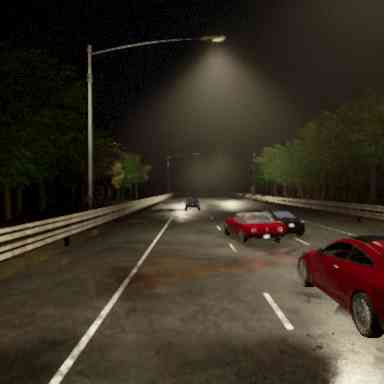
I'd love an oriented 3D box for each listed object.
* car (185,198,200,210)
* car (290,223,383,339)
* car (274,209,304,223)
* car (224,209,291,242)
[{"bbox_3d":[0.061,1.434,41.769,2.033,1.411,5.357,0,1,0],"label":"car"},{"bbox_3d":[3.594,1.587,6.573,1.812,1.442,4.674,0,-1,0],"label":"car"},{"bbox_3d":[4.577,1.657,19.030,1.994,1.385,4.181,1,1,-16],"label":"car"},{"bbox_3d":[2.988,1.690,16.978,1.895,1.301,4.718,-2,1,-9],"label":"car"}]
